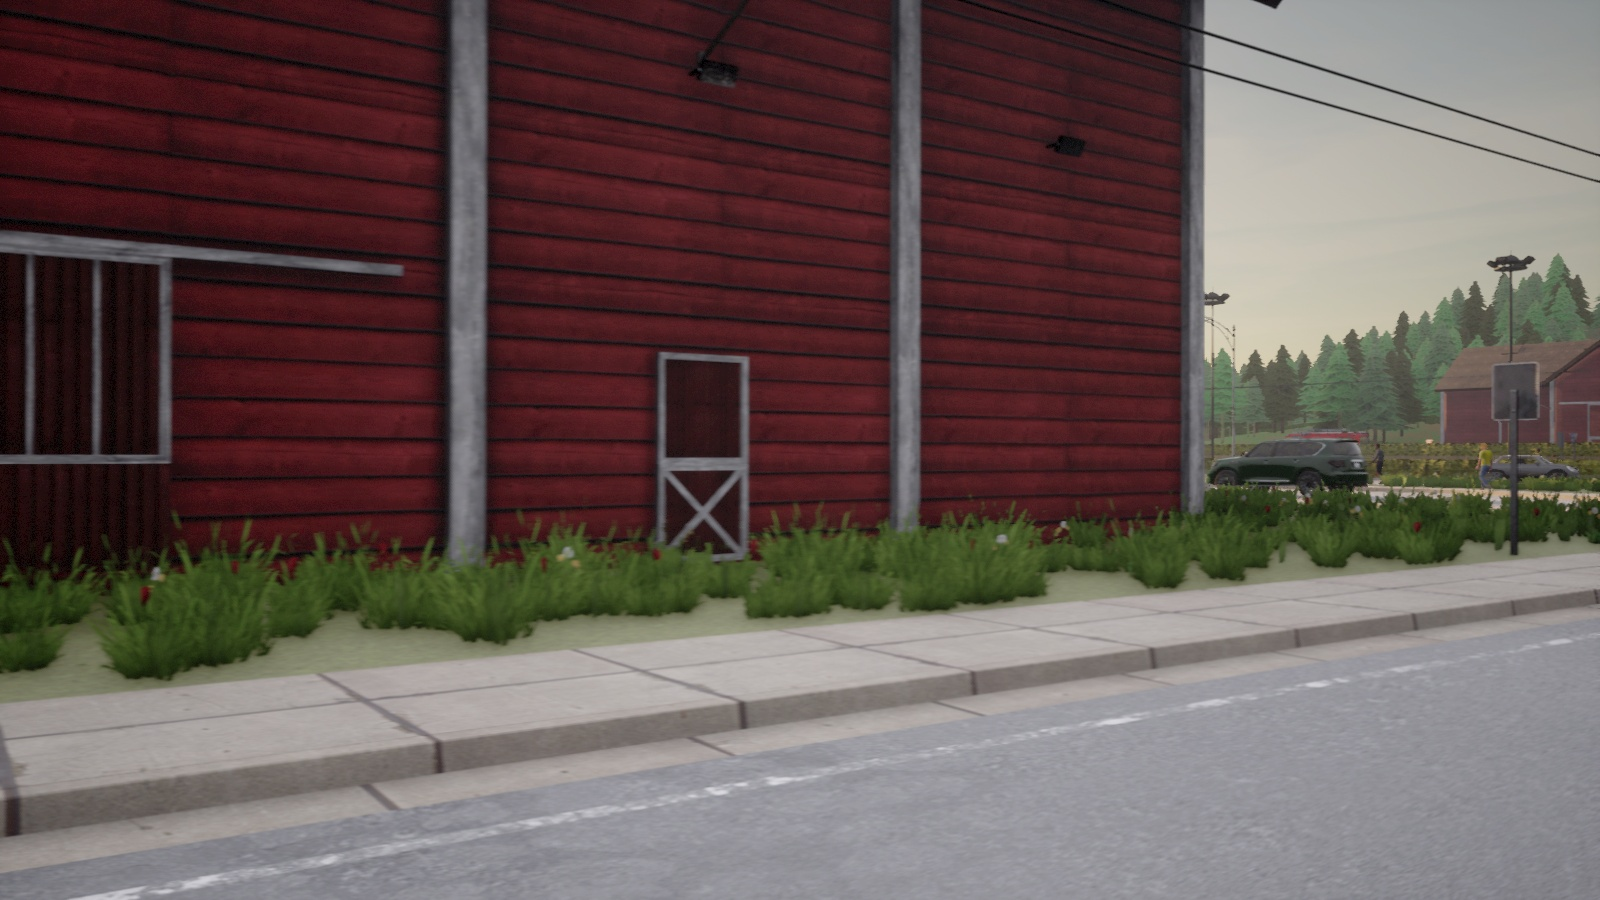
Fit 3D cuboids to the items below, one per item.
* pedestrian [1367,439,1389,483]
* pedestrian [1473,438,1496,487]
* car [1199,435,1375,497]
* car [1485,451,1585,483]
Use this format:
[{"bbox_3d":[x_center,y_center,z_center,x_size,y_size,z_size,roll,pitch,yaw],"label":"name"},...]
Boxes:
[{"bbox_3d":[25.939,0.477,56.395,0.423,1.949,0.788,0,0,-43],"label":"pedestrian"},{"bbox_3d":[25.428,0.461,46.665,0.354,1.836,0.706,0,0,-18],"label":"pedestrian"},{"bbox_3d":[17.213,0.537,44.710,2.150,2.045,5.566,0,0,-36],"label":"car"},{"bbox_3d":[34.953,0.783,59.745,3.806,1.475,1.970,0,0,39],"label":"car"}]
